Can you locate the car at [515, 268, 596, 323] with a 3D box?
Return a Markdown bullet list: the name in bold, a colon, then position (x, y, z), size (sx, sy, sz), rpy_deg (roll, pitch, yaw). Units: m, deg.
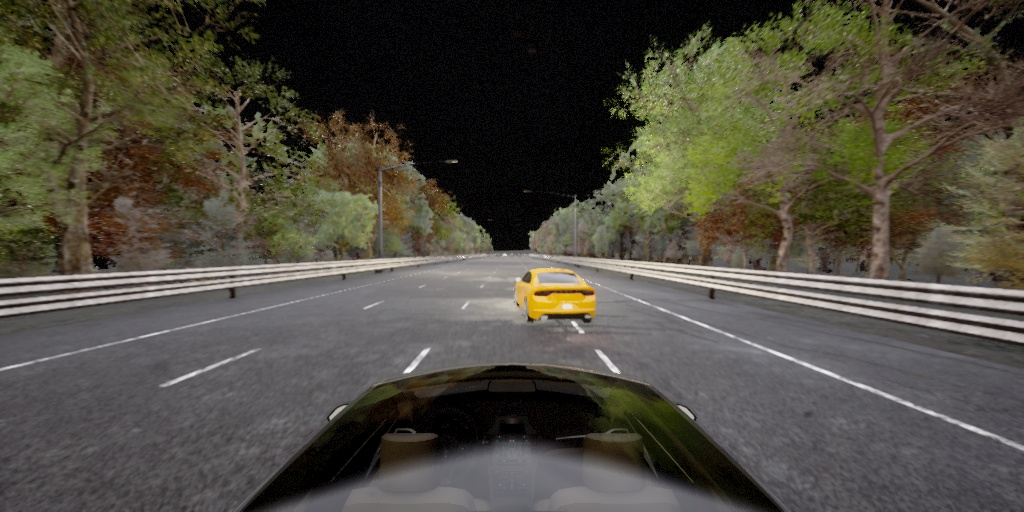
- **car**: position (1.213, 1.136, 11.739), size (1.882, 1.535, 5.008), rpy_deg (0, 0, -5)
